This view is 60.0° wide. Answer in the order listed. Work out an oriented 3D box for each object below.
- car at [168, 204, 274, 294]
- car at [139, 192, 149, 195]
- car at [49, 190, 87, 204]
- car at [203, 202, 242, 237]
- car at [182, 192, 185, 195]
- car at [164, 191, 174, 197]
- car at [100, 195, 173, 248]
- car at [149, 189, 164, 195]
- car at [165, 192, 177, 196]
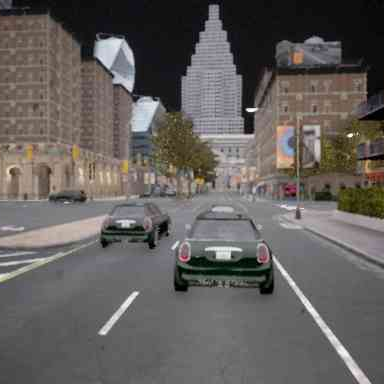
[{"bbox_3d":[0.820,1.264,8.771,2.097,1.767,4.553,0,1,5],"label":"car"},{"bbox_3d":[-11.165,0.772,79.037,1.895,1.301,4.718,0,1,5],"label":"car"},{"bbox_3d":[-18.421,0.679,49.412,5.566,2.045,2.150,0,0,15],"label":"car"},{"bbox_3d":[1.647,1.349,17.780,1.812,1.442,4.674,0,1,6],"label":"car"},{"bbox_3d":[-3.018,0.642,93.929,1.895,1.301,4.718,0,1,5],"label":"car"},{"bbox_3d":[-6.470,0.571,94.612,2.033,1.411,5.357,0,1,5],"label":"car"},{"bbox_3d":[-2.213,1.202,14.190,2.097,1.767,4.553,0,1,5],"label":"car"},{"bbox_3d":[-7.928,0.413,78.743,2.150,2.045,5.566,0,1,5],"label":"car"},{"bbox_3d":[-4.439,0.677,78.466,1.882,1.535,5.008,0,1,5],"label":"car"}]
